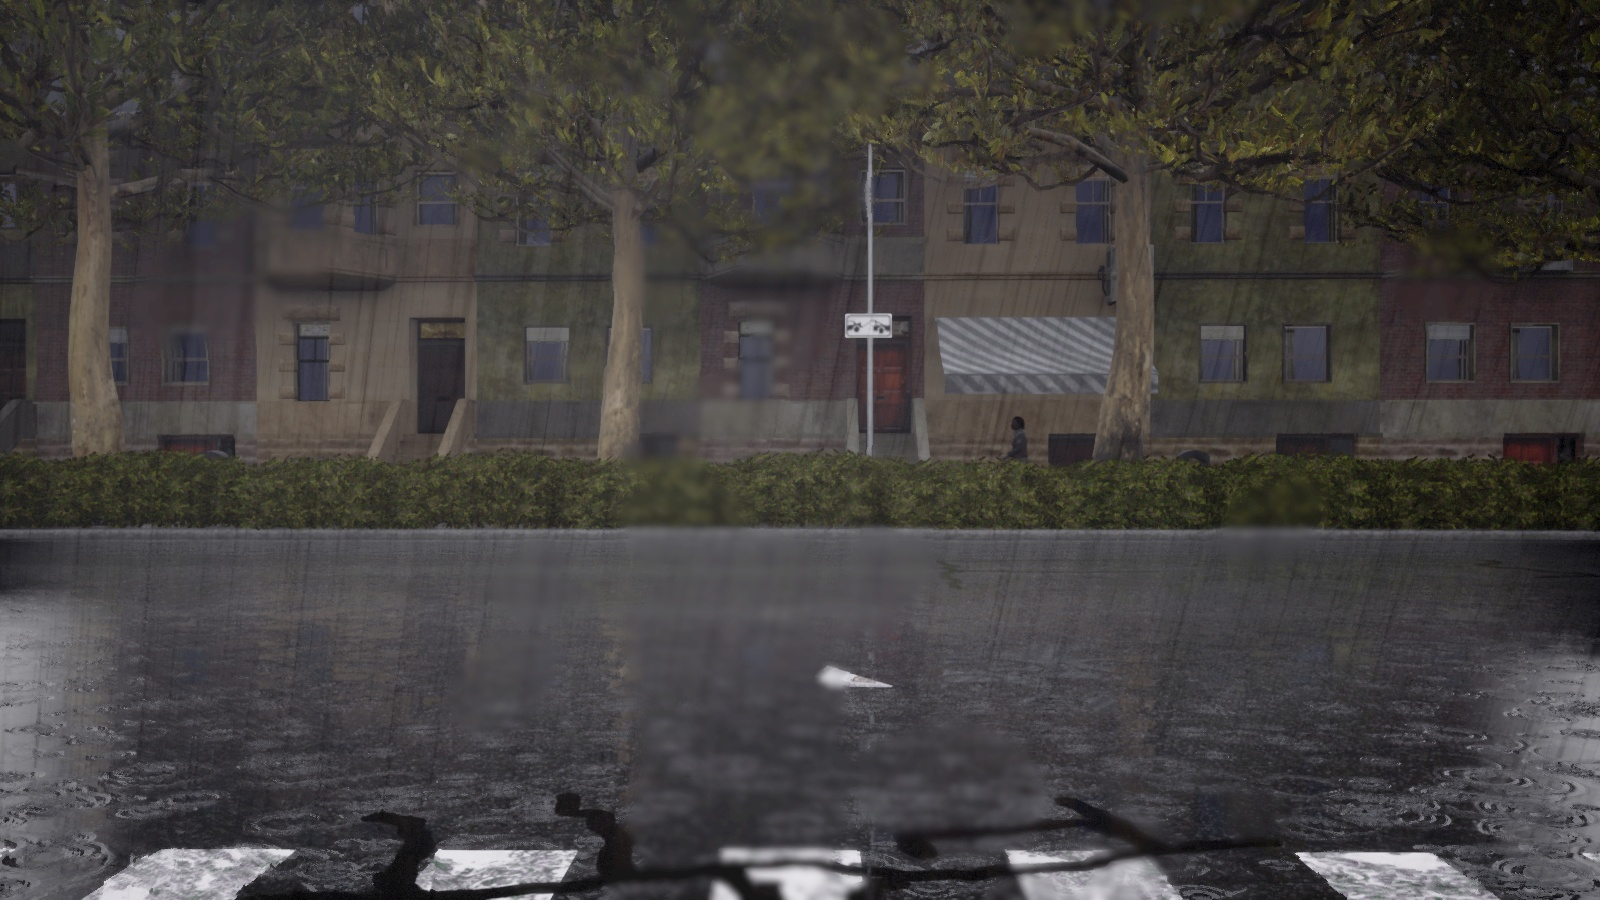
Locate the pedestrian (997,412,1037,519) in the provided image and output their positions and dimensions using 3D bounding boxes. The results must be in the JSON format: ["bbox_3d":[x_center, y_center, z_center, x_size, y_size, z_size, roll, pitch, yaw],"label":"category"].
[{"bbox_3d":[3.946,0.277,22.842,0.666,1.930,0.402,0,0,1],"label":"pedestrian"}]
